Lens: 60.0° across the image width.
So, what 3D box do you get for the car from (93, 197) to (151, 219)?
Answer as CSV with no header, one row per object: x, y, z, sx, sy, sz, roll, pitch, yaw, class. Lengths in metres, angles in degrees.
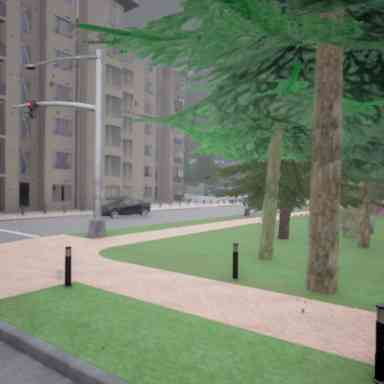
-5.432,1.199,26.186,1.882,1.535,5.008,1,1,37,car

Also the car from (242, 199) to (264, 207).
8.928,0.956,45.316,2.150,2.045,5.566,1,0,37,car
